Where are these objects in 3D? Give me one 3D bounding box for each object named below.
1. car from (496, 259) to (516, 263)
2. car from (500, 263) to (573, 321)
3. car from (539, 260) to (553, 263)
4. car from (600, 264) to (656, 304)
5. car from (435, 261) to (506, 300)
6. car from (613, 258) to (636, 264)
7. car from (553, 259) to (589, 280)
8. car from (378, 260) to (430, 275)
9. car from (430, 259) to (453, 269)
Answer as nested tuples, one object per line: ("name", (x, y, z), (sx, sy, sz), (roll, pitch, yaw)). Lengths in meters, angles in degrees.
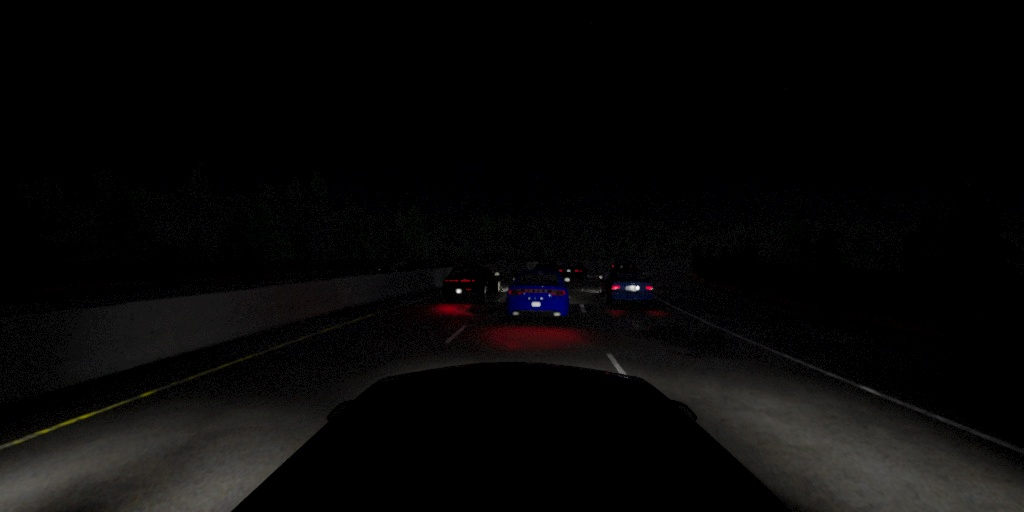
("car", (-1.076, 1.080, 42.789), (1.882, 1.535, 5.008), (0, 0, 26))
("car", (0.984, 1.184, 12.456), (1.882, 1.535, 5.008), (0, 0, 7))
("car", (3.546, 1.148, 35.508), (1.812, 1.442, 4.674), (0, 0, 22))
("car", (5.027, 1.249, 16.052), (2.033, 1.411, 5.357), (0, 0, 10))
("car", (-1.794, 1.184, 17.201), (1.837, 1.490, 4.892), (0, 0, 10))
("car", (10.963, 0.977, 34.997), (2.097, 1.767, 4.553), (0, 0, 23))
("car", (5.267, 1.189, 30.375), (2.033, 1.411, 5.357), (0, 0, 20))
("car", (-9.391, 1.099, 30.941), (1.882, 1.535, 5.008), (0, 0, 17))
("car", (-8.793, 1.090, 42.631), (2.128, 1.511, 4.902), (0, 0, 23))
